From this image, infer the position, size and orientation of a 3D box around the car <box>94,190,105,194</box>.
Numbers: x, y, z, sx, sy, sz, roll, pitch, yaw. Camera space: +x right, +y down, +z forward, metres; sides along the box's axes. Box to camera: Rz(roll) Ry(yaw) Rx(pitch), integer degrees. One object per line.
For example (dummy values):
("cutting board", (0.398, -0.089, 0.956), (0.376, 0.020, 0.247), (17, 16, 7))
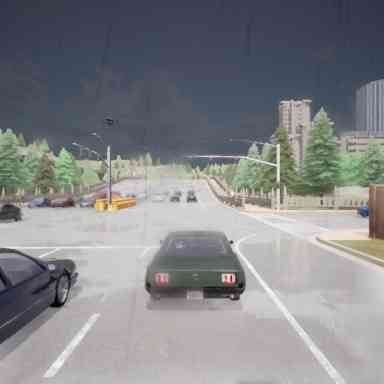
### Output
("car", (-21.100, 0.752, 76.697), (2.150, 2.045, 5.566), (0, 3, 0))

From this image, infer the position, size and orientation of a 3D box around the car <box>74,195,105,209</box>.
("car", (-14.097, 1.491, 46.140), (2.128, 1.511, 4.902), (0, 0, 0))

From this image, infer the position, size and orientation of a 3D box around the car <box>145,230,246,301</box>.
("car", (0.108, 1.601, 8.304), (1.895, 1.301, 4.718), (0, 0, 1))

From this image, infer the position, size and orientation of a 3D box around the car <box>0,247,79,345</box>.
("car", (-3.431, 1.547, 4.894), (2.033, 1.411, 5.357), (0, 0, 0))

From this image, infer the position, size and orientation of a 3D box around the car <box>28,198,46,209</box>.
("car", (-21.095, 1.526, 46.368), (1.812, 1.442, 4.674), (0, 0, 0))

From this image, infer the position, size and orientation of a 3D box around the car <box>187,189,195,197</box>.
("car", (-0.159, 0.222, 87.456), (2.033, 1.411, 5.357), (0, 7, 0))

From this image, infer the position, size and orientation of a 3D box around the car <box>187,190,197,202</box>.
("car", (-0.064, 1.148, 71.713), (2.097, 1.767, 4.553), (0, 3, 0))

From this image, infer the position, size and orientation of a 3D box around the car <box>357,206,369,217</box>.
("car", (16.999, 1.478, 28.842), (5.008, 1.535, 1.882), (0, 0, 0))

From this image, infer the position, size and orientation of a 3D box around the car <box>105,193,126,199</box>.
("car", (-14.079, 1.476, 61.272), (1.882, 1.535, 5.008), (0, 0, 0))

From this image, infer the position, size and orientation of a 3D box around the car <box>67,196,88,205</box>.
("car", (-21.065, 1.490, 61.358), (2.128, 1.511, 4.902), (0, 0, 0))

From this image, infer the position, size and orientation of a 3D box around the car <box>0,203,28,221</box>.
("car", (-14.099, 1.526, 24.079), (1.812, 1.442, 4.674), (0, 0, 0))

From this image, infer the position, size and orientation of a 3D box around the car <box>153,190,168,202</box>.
("car", (-7.055, 1.032, 71.346), (2.150, 2.045, 5.566), (0, 2, 0))

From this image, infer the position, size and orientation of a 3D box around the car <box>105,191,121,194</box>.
("car", (-17.596, 0.805, 75.985), (2.150, 2.045, 5.566), (0, 3, 0))

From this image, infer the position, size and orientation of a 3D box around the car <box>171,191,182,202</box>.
("car", (-3.563, 1.282, 71.930), (1.837, 1.490, 4.892), (0, 3, 0))

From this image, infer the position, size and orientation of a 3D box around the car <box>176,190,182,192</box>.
("car", (-3.659, 0.207, 87.435), (2.128, 1.511, 4.902), (0, 7, 0))

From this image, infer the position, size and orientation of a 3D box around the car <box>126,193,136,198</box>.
("car", (-14.099, 1.075, 76.501), (2.128, 1.511, 4.902), (0, 3, 0))

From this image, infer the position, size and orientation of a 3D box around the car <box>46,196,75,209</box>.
("car", (-17.596, 1.478, 45.606), (1.882, 1.535, 5.008), (0, 0, 0))
